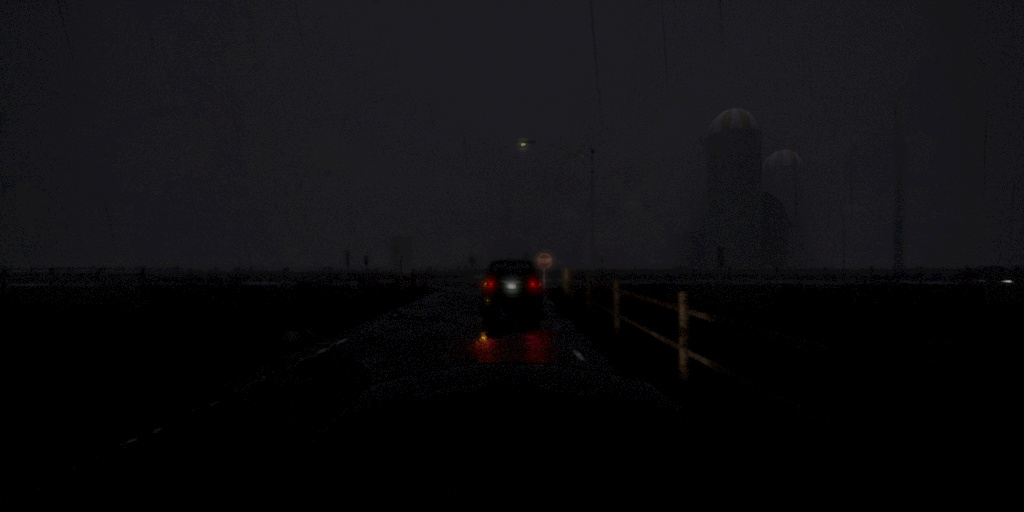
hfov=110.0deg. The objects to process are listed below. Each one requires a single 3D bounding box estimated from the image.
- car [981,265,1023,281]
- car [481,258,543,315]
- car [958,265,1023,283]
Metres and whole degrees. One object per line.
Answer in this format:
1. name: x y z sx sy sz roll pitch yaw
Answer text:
1. car: 48.111 1.556 33.679 5.357 1.411 2.033 0 0 0
2. car: 0.014 1.103 14.427 2.150 2.045 5.566 0 0 0
3. car: 41.472 1.529 30.914 4.674 1.442 1.812 0 0 1
